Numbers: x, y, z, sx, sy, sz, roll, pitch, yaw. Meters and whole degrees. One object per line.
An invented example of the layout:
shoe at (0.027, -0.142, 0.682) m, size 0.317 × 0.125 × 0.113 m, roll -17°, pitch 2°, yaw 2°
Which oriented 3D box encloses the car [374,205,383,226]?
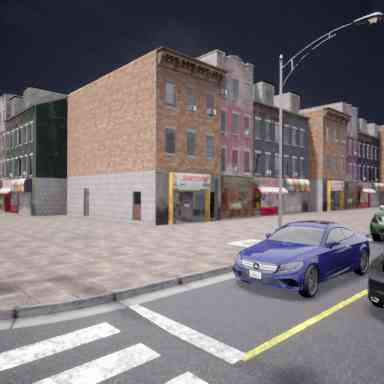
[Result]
car at (10.210, 1.192, 15.289) m, size 5.566 × 2.045 × 2.150 m, roll 0°, pitch 0°, yaw -42°

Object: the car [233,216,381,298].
car at (3.061, 1.502, 8.677) m, size 4.674 × 1.442 × 1.812 m, roll 0°, pitch 0°, yaw -43°

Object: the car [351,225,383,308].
car at (5.248, 1.491, 6.813) m, size 4.892 × 1.490 × 1.837 m, roll 0°, pitch 0°, yaw -43°
